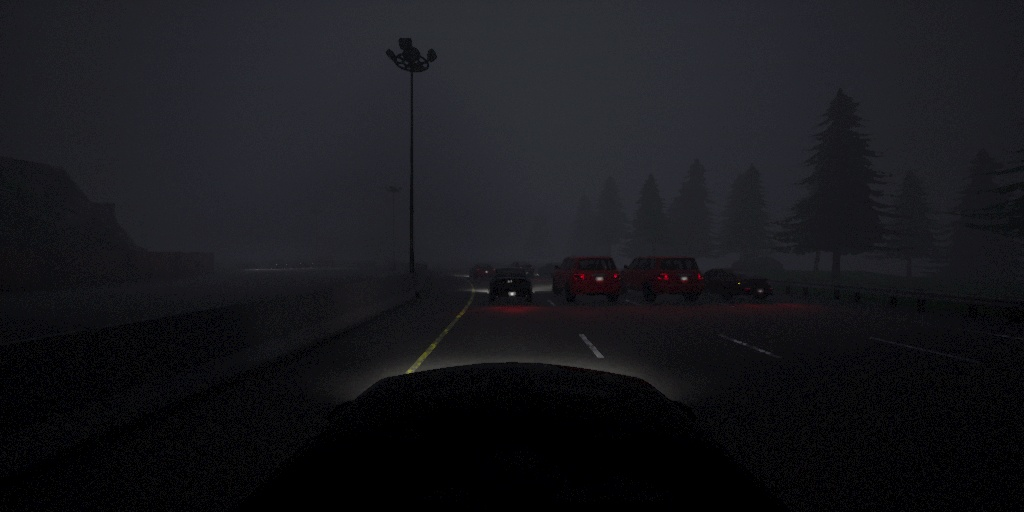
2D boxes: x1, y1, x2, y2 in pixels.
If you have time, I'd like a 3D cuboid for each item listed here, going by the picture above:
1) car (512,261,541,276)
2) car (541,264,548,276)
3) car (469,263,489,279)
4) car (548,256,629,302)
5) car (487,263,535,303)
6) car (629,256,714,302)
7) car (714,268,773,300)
[{"bbox_3d":[0.688,1.245,33.538,2.128,1.511,4.902,0,0,-15],"label":"car"},{"bbox_3d":[4.070,1.313,34.441,2.033,1.411,5.357,0,0,-15],"label":"car"},{"bbox_3d":[-2.693,1.322,32.635,1.994,1.385,4.181,0,0,-15],"label":"car"},{"bbox_3d":[3.353,1.008,17.044,2.150,2.045,5.566,0,0,-3],"label":"car"},{"bbox_3d":[-0.139,1.266,16.807,1.837,1.490,4.892,0,0,-3],"label":"car"},{"bbox_3d":[6.847,1.008,17.250,2.150,2.045,5.566,0,0,-3],"label":"car"},{"bbox_3d":[10.343,1.283,17.427,1.812,1.442,4.674,0,0,-3],"label":"car"}]
